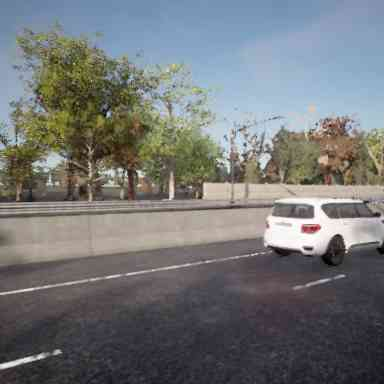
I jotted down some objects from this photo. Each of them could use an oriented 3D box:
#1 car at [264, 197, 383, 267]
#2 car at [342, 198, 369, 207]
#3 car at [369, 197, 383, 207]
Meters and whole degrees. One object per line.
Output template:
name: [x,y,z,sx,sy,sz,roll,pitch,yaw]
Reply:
car: [4.974,1.214,11.639,5.566,2.045,2.150,0,0,-35]
car: [25.817,1.591,52.433,4.718,1.301,1.895,0,0,-35]
car: [28.914,1.517,50.343,4.674,1.442,1.812,0,0,-35]
